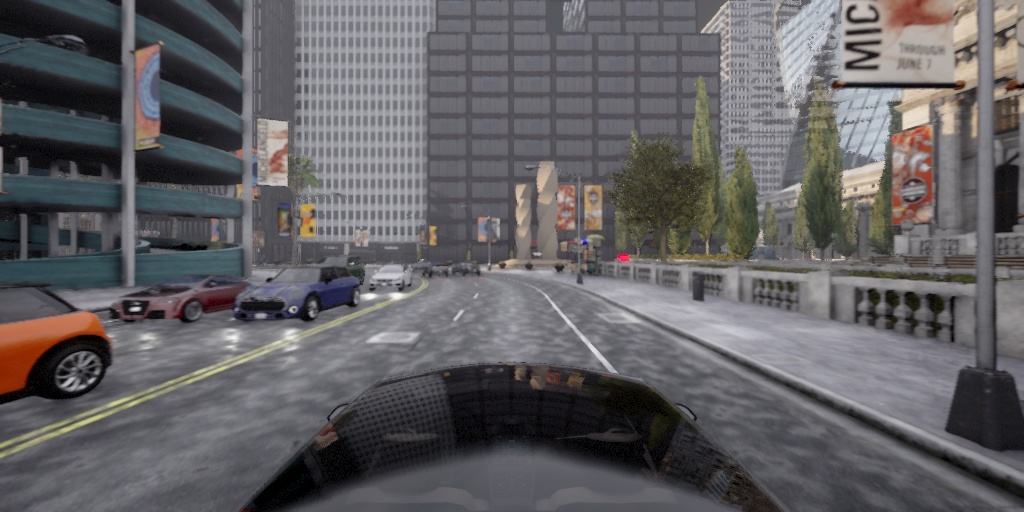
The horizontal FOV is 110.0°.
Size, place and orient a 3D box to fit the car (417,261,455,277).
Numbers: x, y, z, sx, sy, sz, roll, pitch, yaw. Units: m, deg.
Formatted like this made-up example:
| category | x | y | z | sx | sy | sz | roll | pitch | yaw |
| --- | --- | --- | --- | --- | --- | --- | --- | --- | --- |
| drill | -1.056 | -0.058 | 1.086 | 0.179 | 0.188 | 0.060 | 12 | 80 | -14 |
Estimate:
| category | x | y | z | sx | sy | sz | roll | pitch | yaw |
| --- | --- | --- | --- | --- | --- | --- | --- | --- | --- |
| car | -7.625 | 1.237 | 35.247 | 2.128 | 1.511 | 4.902 | 0 | 0 | -26 |

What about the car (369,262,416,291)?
| category | x | y | z | sx | sy | sz | roll | pitch | yaw |
| --- | --- | --- | --- | --- | --- | --- | --- | --- | --- |
| car | -7.339 | 1.272 | 22.125 | 1.812 | 1.442 | 4.674 | 0 | 0 | -7 |

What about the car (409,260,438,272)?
| category | x | y | z | sx | sy | sz | roll | pitch | yaw |
| --- | --- | --- | --- | --- | --- | --- | --- | --- | --- |
| car | -11.727 | 1.307 | 47.400 | 1.994 | 1.385 | 4.181 | 0 | 0 | -43 |

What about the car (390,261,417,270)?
| category | x | y | z | sx | sy | sz | roll | pitch | yaw |
| --- | --- | --- | --- | --- | --- | --- | --- | --- | --- |
| car | -9.921 | 1.346 | 31.845 | 1.895 | 1.301 | 4.718 | 0 | 0 | -21 |

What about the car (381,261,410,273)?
| category | x | y | z | sx | sy | sz | roll | pitch | yaw |
| --- | --- | --- | --- | --- | --- | --- | --- | --- | --- |
| car | -14.867 | 1.307 | 45.635 | 1.994 | 1.385 | 4.181 | 0 | 0 | -44 |

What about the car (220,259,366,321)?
| category | x | y | z | sx | sy | sz | roll | pitch | yaw |
| --- | --- | --- | --- | --- | --- | --- | --- | --- | --- |
| car | -7.075 | 1.100 | 12.362 | 2.097 | 1.767 | 4.553 | 0 | 0 | 0 |

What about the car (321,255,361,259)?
| category | x | y | z | sx | sy | sz | roll | pitch | yaw |
| --- | --- | --- | --- | --- | --- | --- | --- | --- | --- |
| car | -10.954 | 0.968 | 22.621 | 2.150 | 2.045 | 5.566 | 0 | 0 | -7 |

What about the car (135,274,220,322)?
| category | x | y | z | sx | sy | sz | roll | pitch | yaw |
| --- | --- | --- | --- | --- | --- | --- | --- | --- | --- |
| car | -10.575 | 1.312 | 12.067 | 1.994 | 1.385 | 4.181 | 0 | 0 | 0 |

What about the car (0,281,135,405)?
| category | x | y | z | sx | sy | sz | roll | pitch | yaw |
| --- | --- | --- | --- | --- | --- | --- | --- | --- | --- |
| car | -7.095 | 1.102 | 3.431 | 2.097 | 1.767 | 4.553 | 0 | 0 | 0 |

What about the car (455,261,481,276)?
| category | x | y | z | sx | sy | sz | roll | pitch | yaw |
| --- | --- | --- | --- | --- | --- | --- | --- | --- | --- |
| car | -4.760 | 1.270 | 37.352 | 1.812 | 1.442 | 4.674 | 0 | 0 | -29 |
